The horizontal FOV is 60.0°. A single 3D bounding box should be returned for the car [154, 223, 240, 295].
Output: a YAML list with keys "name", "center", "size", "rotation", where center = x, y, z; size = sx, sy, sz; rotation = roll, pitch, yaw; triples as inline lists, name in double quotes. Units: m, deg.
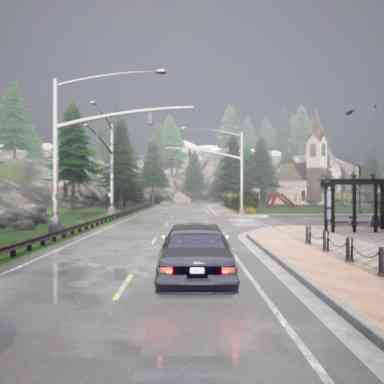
- name: "car"
  center: [0.096, 1.546, 8.855]
  size: [2.033, 1.411, 5.357]
  rotation: [0, 0, 0]
